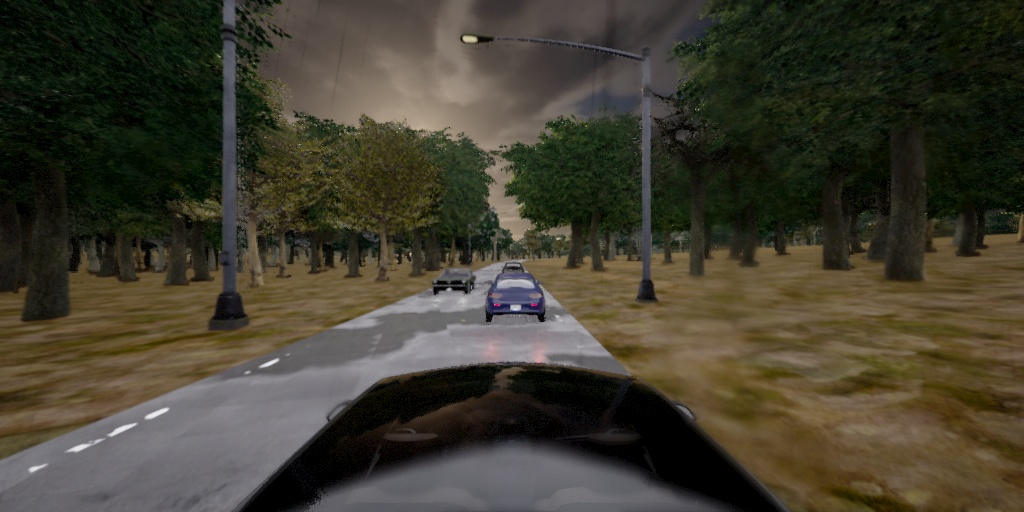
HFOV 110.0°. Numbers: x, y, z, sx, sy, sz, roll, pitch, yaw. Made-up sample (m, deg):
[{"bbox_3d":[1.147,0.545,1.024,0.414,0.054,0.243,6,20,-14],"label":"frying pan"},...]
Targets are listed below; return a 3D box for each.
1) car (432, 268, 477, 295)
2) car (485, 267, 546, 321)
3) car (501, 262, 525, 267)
[{"bbox_3d":[-3.093,1.353,19.896,1.895,1.301,4.718,0,0,0],"label":"car"},{"bbox_3d":[0.105,1.275,12.324,1.812,1.442,4.674,0,0,0],"label":"car"},{"bbox_3d":[0.109,1.263,30.357,1.837,1.490,4.892,0,0,0],"label":"car"}]
